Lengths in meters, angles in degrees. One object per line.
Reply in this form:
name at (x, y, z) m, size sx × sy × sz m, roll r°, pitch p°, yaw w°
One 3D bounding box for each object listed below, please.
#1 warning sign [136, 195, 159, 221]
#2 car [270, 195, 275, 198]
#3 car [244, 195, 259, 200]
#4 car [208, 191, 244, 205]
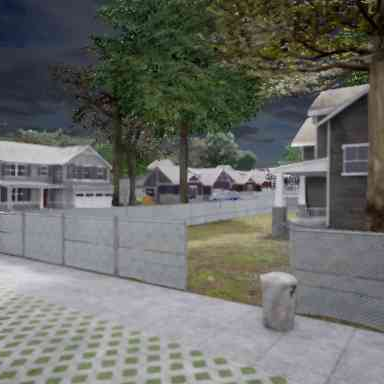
warning sign at (-3.259, 1.122, 24.569) m, size 1.300 × 1.860 × 1.060 m, roll 0°, pitch 0°, yaw 35°
car at (13.885, 1.069, 53.011) m, size 1.812 × 1.442 × 4.674 m, roll 1°, pitch 1°, yaw 35°
car at (7.676, 1.195, 44.219) m, size 2.128 × 1.511 × 4.902 m, roll 1°, pitch 1°, yaw 36°
car at (4.402, 0.915, 44.526) m, size 2.150 × 2.045 × 5.566 m, roll 1°, pitch 1°, yaw 36°
